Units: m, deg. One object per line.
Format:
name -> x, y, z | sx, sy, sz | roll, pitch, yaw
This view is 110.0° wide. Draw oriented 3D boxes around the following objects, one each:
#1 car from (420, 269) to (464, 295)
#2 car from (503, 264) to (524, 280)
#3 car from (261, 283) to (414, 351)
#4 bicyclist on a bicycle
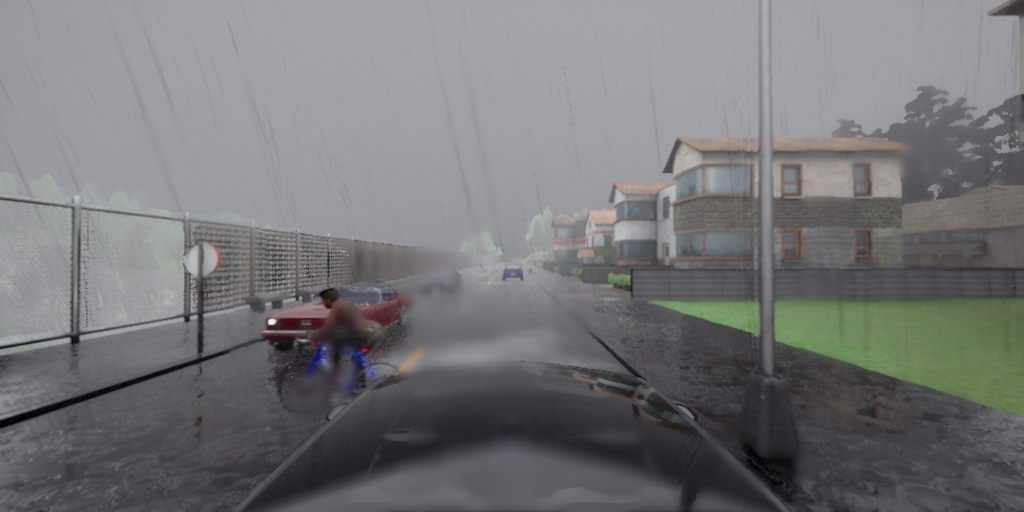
car -> -4.077, 1.491, 21.908 | 2.033, 1.411, 5.357 | 0, -1, 0
car -> 0.118, 1.553, 35.540 | 1.882, 1.535, 5.008 | 0, 0, 0
car -> -4.095, 1.424, 9.337 | 1.895, 1.301, 4.718 | 0, -1, 0
bicyclist on a bicycle -> -2.167, 1.229, 4.580 | 1.656, 1.620, 0.582 | -1, -1, 0
